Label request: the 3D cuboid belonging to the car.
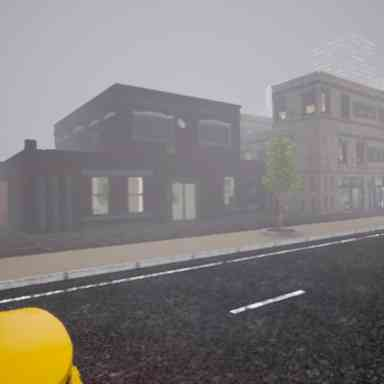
[{"bbox_3d":[-3.091,1.497,1.478,5.008,1.535,1.882,-1,0,-35],"label":"car"}]
